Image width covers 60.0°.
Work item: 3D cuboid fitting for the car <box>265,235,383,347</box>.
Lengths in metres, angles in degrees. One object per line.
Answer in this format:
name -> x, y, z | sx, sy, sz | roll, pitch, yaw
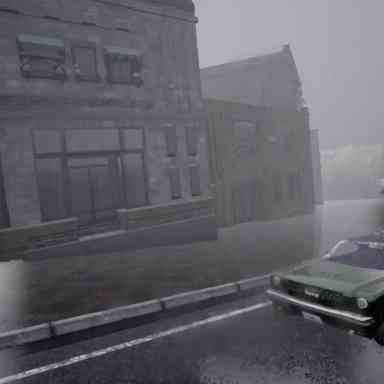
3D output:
car -> 3.581, 1.584, 6.391 | 4.718, 1.301, 1.895 | 0, 0, -37
